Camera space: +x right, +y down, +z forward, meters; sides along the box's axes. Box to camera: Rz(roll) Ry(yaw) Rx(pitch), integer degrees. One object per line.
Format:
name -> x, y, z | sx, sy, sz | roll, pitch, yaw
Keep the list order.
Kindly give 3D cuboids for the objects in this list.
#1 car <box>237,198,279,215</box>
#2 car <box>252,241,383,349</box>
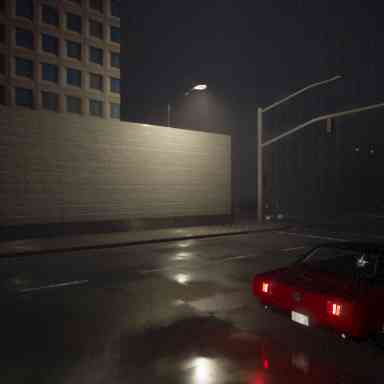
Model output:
car -> 6.848, 1.407, 34.698 | 2.097, 1.767, 4.553 | 0, 0, -35
car -> 3.440, 1.601, 6.238 | 4.718, 1.301, 1.895 | 0, 0, -35
